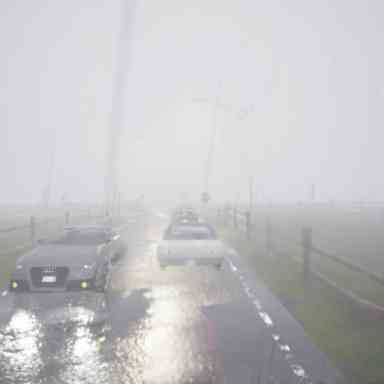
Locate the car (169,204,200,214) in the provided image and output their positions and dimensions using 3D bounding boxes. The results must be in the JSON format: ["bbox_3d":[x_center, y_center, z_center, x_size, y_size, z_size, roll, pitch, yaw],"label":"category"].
[{"bbox_3d":[-0.518,1.604,23.100,1.837,1.490,4.892,0,0,-3],"label":"car"}]

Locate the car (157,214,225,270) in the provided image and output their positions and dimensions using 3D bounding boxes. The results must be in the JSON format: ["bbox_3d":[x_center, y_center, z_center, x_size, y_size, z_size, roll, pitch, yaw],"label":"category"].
[{"bbox_3d":[-0.081,1.646,11.210,1.895,1.301,4.718,0,0,-1],"label":"car"}]

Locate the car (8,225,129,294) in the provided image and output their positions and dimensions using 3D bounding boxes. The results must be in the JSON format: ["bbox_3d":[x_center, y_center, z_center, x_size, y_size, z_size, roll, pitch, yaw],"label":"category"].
[{"bbox_3d":[-2.943,1.600,8.790,1.994,1.385,4.181,0,0,-1],"label":"car"}]
